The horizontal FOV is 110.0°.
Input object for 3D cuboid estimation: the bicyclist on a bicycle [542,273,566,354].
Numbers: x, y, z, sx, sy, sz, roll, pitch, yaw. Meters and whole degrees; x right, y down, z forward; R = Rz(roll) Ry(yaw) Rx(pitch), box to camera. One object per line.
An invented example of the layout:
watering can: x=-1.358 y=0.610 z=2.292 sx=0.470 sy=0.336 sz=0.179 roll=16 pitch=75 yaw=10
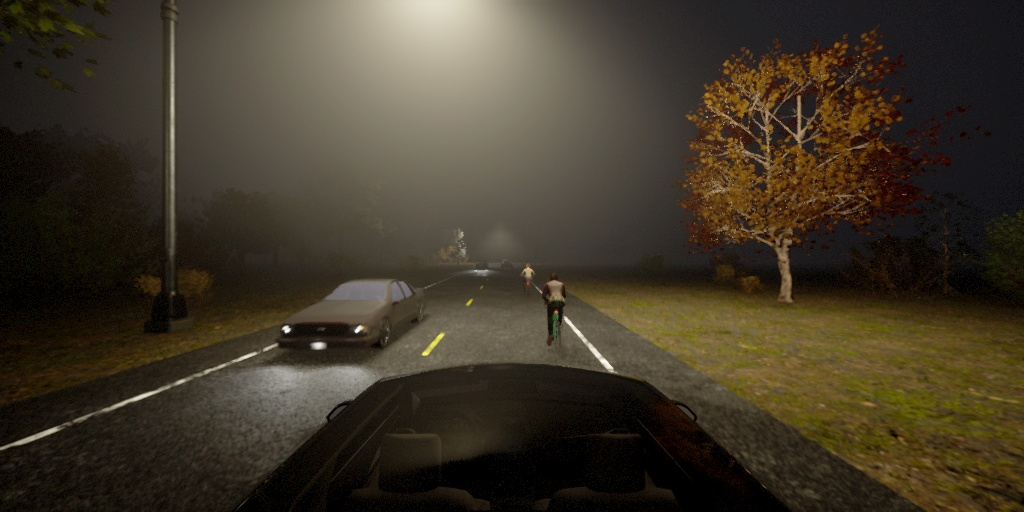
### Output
bicyclist on a bicycle: x=0.935 y=1.204 z=7.839 sx=0.582 sy=1.620 sz=1.656 roll=0 pitch=0 yaw=0

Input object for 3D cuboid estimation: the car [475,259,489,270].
car: x=-4.376 y=1.247 z=52.643 sx=2.128 sy=1.511 sz=4.902 roll=0 pitch=0 yaw=-1

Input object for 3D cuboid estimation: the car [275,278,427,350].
car: x=-3.634 y=1.299 z=9.375 sx=2.033 sy=1.411 sz=5.357 roll=0 pitch=0 yaw=0

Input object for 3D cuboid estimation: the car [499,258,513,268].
car: x=-0.881 y=1.280 z=61.778 sx=1.812 sy=1.442 sz=4.674 roll=0 pitch=0 yaw=-1

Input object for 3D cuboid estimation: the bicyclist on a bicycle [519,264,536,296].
bicyclist on a bicycle: x=0.812 y=1.190 z=18.239 sx=0.866 sy=1.612 sz=1.509 roll=0 pitch=0 yaw=0
